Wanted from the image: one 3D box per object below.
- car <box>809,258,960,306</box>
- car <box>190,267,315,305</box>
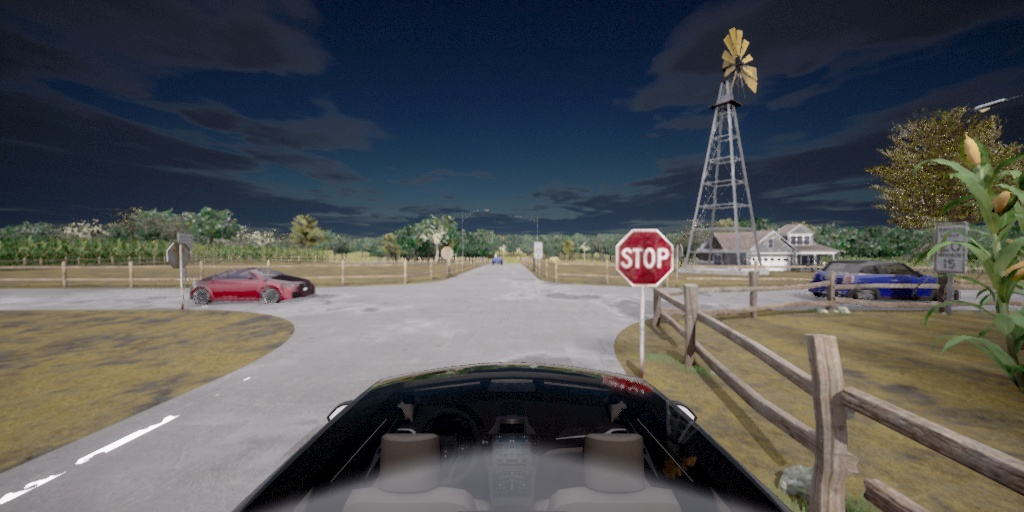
[{"bbox_3d":[14.933,0.965,14.500,4.553,1.767,2.097,0,2,0],"label":"car"},{"bbox_3d":[-10.388,1.164,14.526,4.181,1.385,1.994,0,2,0],"label":"car"}]
